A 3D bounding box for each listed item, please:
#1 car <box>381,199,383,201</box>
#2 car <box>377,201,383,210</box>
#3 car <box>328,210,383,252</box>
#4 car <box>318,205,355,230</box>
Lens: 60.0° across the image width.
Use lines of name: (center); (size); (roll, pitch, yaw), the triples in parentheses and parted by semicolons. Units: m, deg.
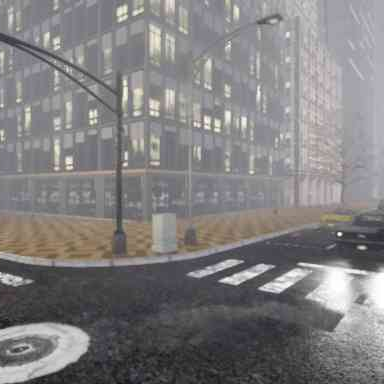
car: (22.470, 1.493, 38.232); (1.947, 1.339, 4.313); (0, 0, 37)
car: (12.863, 1.512, 20.894); (2.033, 1.411, 5.357); (1, 0, 37)
car: (7.065, 1.574, 13.061); (1.895, 1.301, 4.718); (1, 0, 37)
car: (8.949, 1.474, 19.969); (1.752, 1.417, 4.829); (0, 0, 37)
